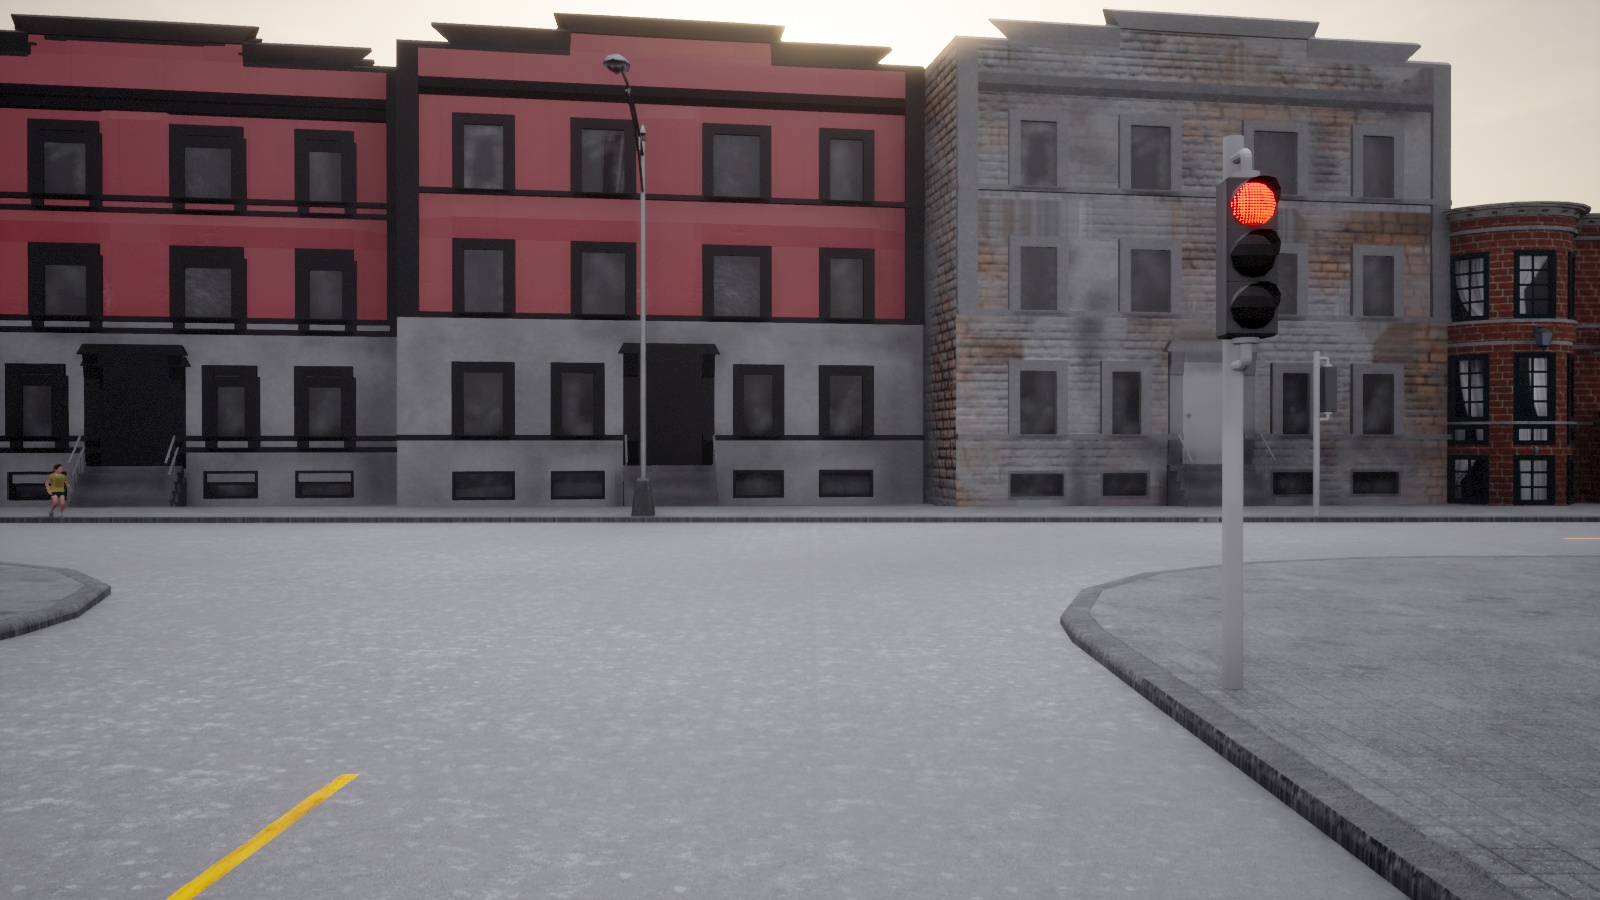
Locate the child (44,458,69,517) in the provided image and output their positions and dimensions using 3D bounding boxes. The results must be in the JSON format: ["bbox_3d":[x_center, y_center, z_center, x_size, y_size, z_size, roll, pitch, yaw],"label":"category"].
[{"bbox_3d":[-14.060,0.707,23.740,0.394,1.110,0.255,0,0,32],"label":"child"}]
